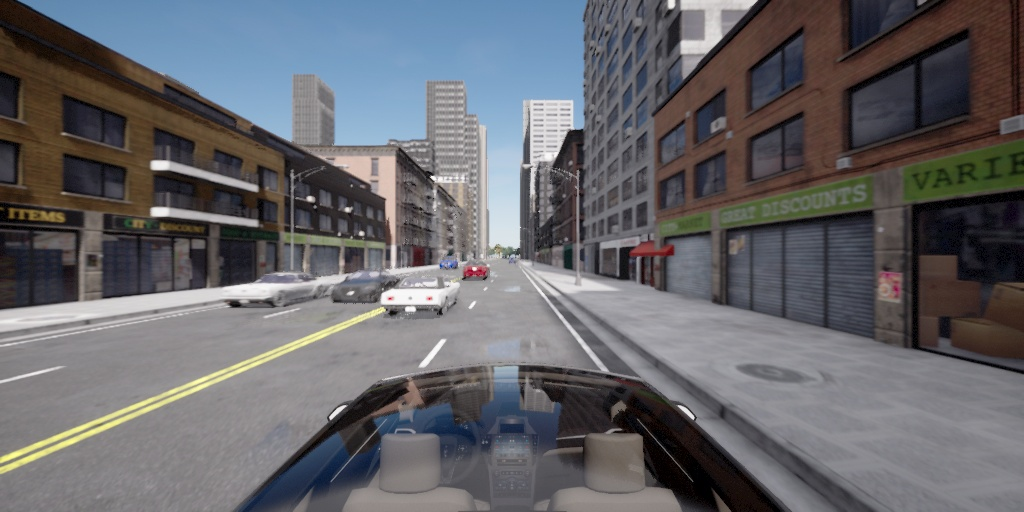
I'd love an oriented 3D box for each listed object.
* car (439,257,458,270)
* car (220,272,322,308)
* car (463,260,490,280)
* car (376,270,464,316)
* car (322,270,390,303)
[{"bbox_3d":[-9.816,1.098,55.979,2.150,2.045,5.566,0,0,1],"label":"car"},{"bbox_3d":[-9.854,1.370,15.406,1.895,1.301,4.718,0,0,0],"label":"car"},{"bbox_3d":[-3.157,1.162,32.511,2.097,1.767,4.553,0,0,0],"label":"car"},{"bbox_3d":[-3.152,1.367,13.401,1.895,1.301,4.718,0,0,0],"label":"car"},{"bbox_3d":[-6.603,1.336,16.658,1.994,1.385,4.181,0,0,0],"label":"car"}]
